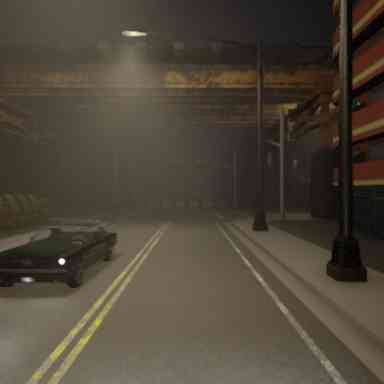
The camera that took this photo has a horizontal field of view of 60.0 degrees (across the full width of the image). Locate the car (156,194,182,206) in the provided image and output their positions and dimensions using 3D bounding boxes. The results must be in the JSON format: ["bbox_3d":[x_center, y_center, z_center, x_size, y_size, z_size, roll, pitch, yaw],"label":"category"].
[{"bbox_3d":[-3.657,1.428,50.292,2.038,1.542,4.974,0,0,25],"label":"car"}]

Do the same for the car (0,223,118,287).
[{"bbox_3d":[-3.544,1.596,9.409,1.895,1.301,4.718,0,0,1],"label":"car"}]

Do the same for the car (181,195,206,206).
[{"bbox_3d":[0.503,1.428,49.985,2.038,1.542,4.974,0,0,-20],"label":"car"}]

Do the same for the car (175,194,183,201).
[{"bbox_3d":[-3.306,1.411,85.103,2.038,1.542,4.974,0,0,0],"label":"car"}]

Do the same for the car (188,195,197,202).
[{"bbox_3d":[0.128,1.415,76.582,2.038,1.542,4.974,0,0,0],"label":"car"}]

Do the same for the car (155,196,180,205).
[{"bbox_3d":[-3.636,1.270,50.339,1.853,1.218,4.536,0,0,25],"label":"car"}]

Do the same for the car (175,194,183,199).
[{"bbox_3d":[-3.306,1.253,85.155,1.853,1.218,4.536,0,0,0],"label":"car"}]

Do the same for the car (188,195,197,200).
[{"bbox_3d":[0.127,1.257,76.633,1.853,1.218,4.536,0,0,0],"label":"car"}]

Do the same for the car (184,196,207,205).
[{"bbox_3d":[0.485,1.271,50.034,1.853,1.218,4.536,0,0,-20],"label":"car"}]
